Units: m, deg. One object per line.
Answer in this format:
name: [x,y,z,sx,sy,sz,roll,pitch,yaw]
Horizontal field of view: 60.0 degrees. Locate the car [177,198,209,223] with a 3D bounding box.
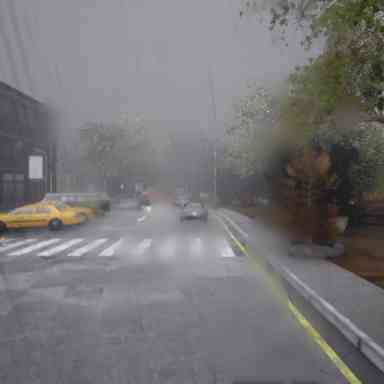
car: [0.160,1.406,24.463,1.994,1.385,4.181,0,1,-1]

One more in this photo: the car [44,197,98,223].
car: [-9.181,1.362,22.391,5.008,1.535,2.097,-1,1,-20]

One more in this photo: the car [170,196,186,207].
car: [-1.506,1.128,41.148,1.994,1.385,4.181,0,1,-12]

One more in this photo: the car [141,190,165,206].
car: [-5.294,0.720,44.431,2.150,2.045,5.566,0,1,-20]

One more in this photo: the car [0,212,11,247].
car: [-8.966,1.441,10.437,5.366,1.575,1.946,-1,0,-20]

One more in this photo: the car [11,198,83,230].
car: [-9.328,1.405,19.323,5.366,1.575,1.946,-1,1,-20]

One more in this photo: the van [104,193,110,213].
van: [-9.327,1.038,28.334,4.442,1.987,1.878,-1,1,-20]

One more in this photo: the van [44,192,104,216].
van: [-9.306,1.088,25.334,4.442,1.987,1.878,-1,1,-20]
